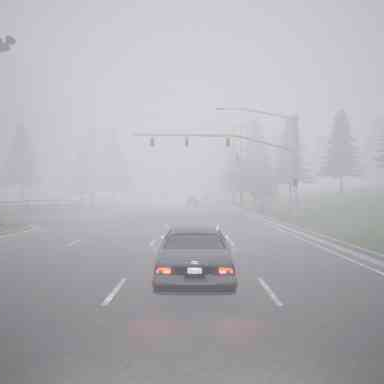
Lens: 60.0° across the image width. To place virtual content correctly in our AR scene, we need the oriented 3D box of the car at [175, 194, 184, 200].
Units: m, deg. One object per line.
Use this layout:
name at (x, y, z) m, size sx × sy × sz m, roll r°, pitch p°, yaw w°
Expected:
car at (-3.481, 1.357, 93.955) m, size 2.128 × 1.511 × 4.902 m, roll 0°, pitch 0°, yaw 0°

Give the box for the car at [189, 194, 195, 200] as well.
car at (0.019, 1.310, 93.954) m, size 1.882 × 1.535 × 5.008 m, roll 0°, pitch 0°, yaw 0°

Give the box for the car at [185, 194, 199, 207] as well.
car at (0.009, 1.352, 52.891) m, size 2.097 × 1.767 × 4.553 m, roll 0°, pitch 0°, yaw 0°

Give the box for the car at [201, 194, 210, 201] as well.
car at (3.517, 1.492, 83.533) m, size 1.837 × 1.490 × 4.892 m, roll 0°, pitch 0°, yaw 0°

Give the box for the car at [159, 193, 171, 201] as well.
car at (-6.983, 1.217, 83.565) m, size 2.150 × 2.045 × 5.566 m, roll 0°, pitch 0°, yaw 0°

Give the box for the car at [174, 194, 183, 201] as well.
car at (-3.483, 1.517, 83.951) m, size 1.812 × 1.442 × 4.674 m, roll 0°, pitch 0°, yaw 0°

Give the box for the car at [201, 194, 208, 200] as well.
car at (3.519, 1.310, 93.953) m, size 1.882 × 1.535 × 5.008 m, roll 0°, pitch 0°, yaw 0°

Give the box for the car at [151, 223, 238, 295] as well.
car at (0.068, 1.547, 8.852) m, size 2.033 × 1.411 × 5.357 m, roll 0°, pitch 0°, yaw 0°

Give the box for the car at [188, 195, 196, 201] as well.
car at (0.017, 1.531, 83.534) m, size 2.033 × 1.411 × 5.357 m, roll 0°, pitch 0°, yaw 0°

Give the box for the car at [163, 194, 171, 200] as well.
car at (-6.981, 1.385, 93.955) m, size 1.994 × 1.385 × 4.181 m, roll 0°, pitch 0°, yaw 0°
